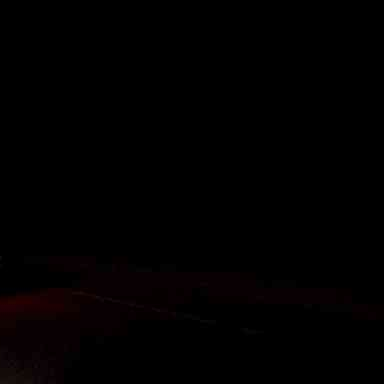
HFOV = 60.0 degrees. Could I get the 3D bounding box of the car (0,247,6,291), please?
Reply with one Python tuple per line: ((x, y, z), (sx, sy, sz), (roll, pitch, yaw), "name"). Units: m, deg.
((-6.225, 1.315, 7.238), (4.553, 1.767, 2.097), (0, 0, 29), "car")
